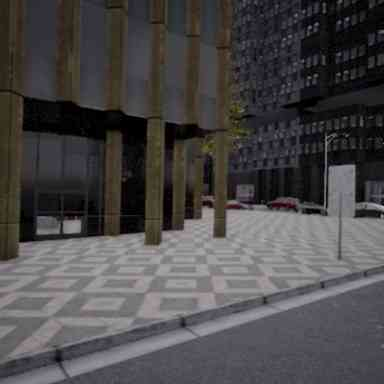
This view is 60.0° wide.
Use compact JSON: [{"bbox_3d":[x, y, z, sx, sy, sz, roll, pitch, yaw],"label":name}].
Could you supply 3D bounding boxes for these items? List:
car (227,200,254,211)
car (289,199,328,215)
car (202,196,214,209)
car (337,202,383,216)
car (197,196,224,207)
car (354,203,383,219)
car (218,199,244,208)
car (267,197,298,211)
[{"bbox_3d":[6.010,1.726,42.269,1.802,1.307,4.206,2,-1,-35],"label":"car"},{"bbox_3d":[12.394,1.695,33.278,1.947,1.339,4.313,2,-1,-35],"label":"car"},{"bbox_3d":[2.824,1.467,46.768,2.192,1.841,5.009,2,-1,-35],"label":"car"},{"bbox_3d":[19.338,1.908,38.219,2.008,1.369,4.403,2,-1,-35],"label":"car"},{"bbox_3d":[3.387,1.713,60.697,2.192,1.841,5.009,2,-1,-35],"label":"car"},{"bbox_3d":[15.585,1.672,28.783,2.008,1.369,4.403,2,-1,-35],"label":"car"},{"bbox_3d":[6.573,1.955,56.198,1.947,1.339,4.313,2,-1,-35],"label":"car"},{"bbox_3d":[12.960,1.688,47.212,2.192,1.841,5.009,2,-1,-35],"label":"car"}]
